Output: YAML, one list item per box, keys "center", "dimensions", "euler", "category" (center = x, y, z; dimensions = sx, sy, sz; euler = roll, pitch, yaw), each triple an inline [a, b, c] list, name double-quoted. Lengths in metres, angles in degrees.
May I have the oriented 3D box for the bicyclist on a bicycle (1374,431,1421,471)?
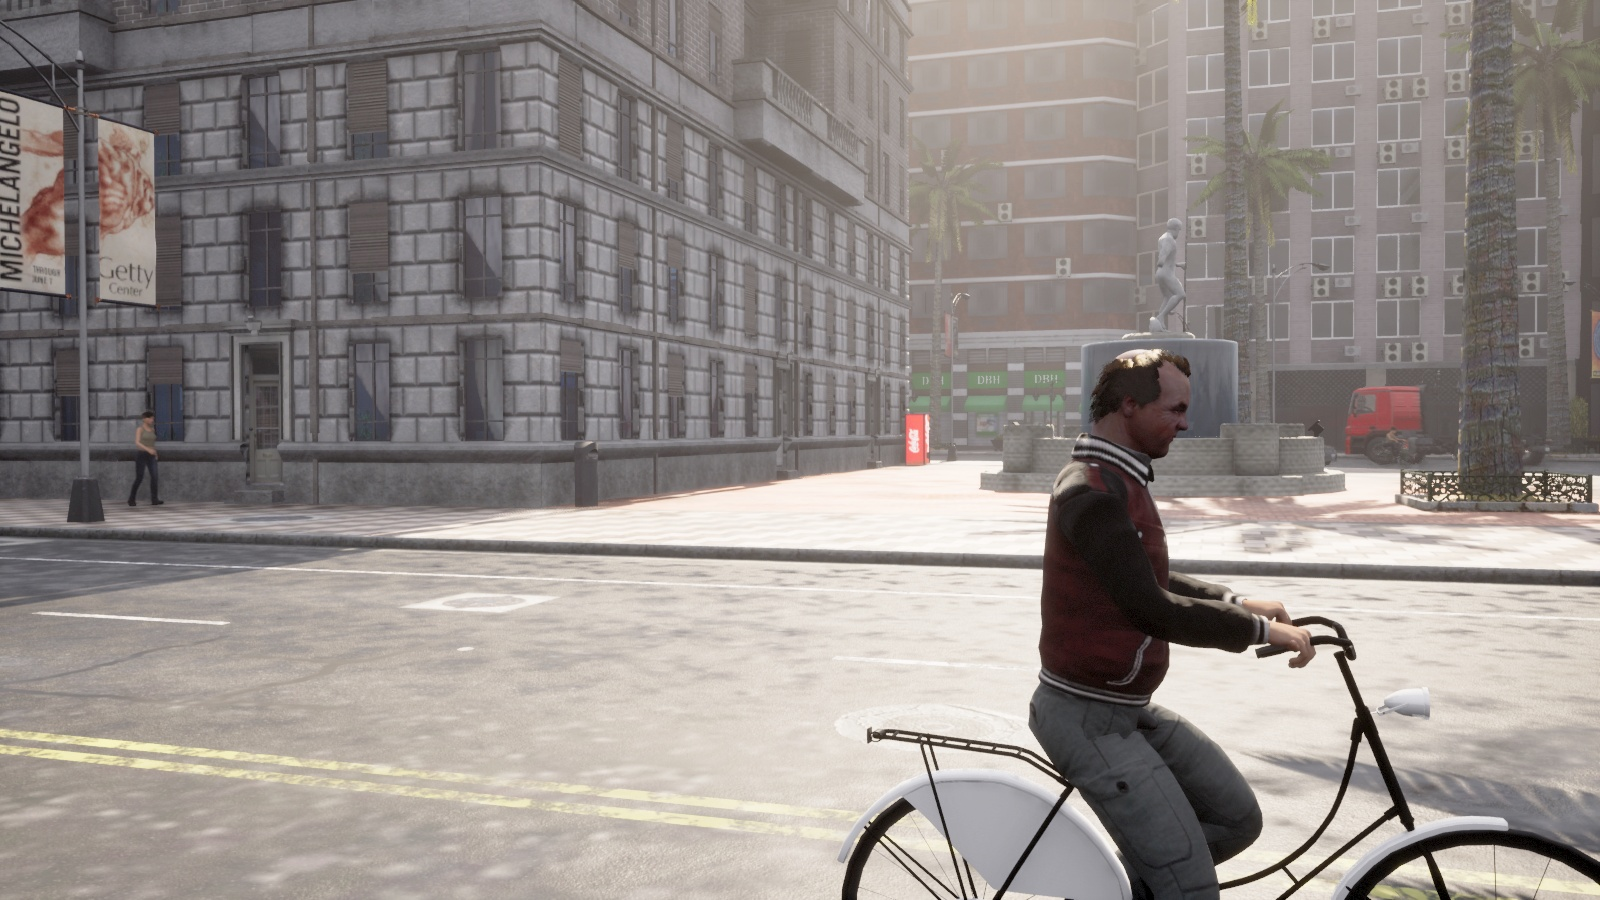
- center: [24.330, 0.035, 51.154]
  dimensions: [0.866, 1.612, 1.509]
  euler: [-1, 1, -37]
  category: "bicyclist on a bicycle"

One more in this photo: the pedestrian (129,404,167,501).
- center: [-12.483, 0.051, 24.037]
  dimensions: [0.594, 1.836, 0.345]
  euler: [1, 1, 24]
  category: "pedestrian"

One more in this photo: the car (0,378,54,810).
- center: [-5.684, 0.582, 5.087]
  dimensions: [4.553, 1.767, 2.097]
  euler: [1, 1, 18]
  category: "car"

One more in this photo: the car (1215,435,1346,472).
- center: [19.628, 0.102, 51.453]
  dimensions: [1.812, 1.442, 4.674]
  euler: [-1, 1, -43]
  category: "car"

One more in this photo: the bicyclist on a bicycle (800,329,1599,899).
- center: [0.978, 0.655, 2.875]
  dimensions: [1.843, 1.776, 0.659]
  euler: [0, 1, 19]
  category: "bicyclist on a bicycle"

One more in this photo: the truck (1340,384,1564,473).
- center: [27.338, -0.902, 53.057]
  dimensions: [2.891, 3.462, 7.936]
  euler: [0, 1, -34]
  category: "truck"
